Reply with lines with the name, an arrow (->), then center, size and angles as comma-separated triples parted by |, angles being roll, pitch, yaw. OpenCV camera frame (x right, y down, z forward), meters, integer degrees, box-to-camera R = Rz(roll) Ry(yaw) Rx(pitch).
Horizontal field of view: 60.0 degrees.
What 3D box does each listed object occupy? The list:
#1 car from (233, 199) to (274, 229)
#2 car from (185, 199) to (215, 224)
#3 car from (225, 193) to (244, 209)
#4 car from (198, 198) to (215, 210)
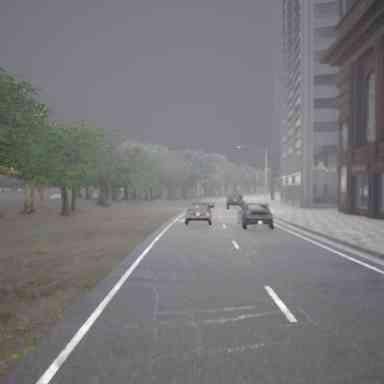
car -> 3.954, 1.451, 21.241 | 1.837, 1.490, 4.892 | 0, 1, 2
car -> 0.537, 1.485, 23.977 | 2.033, 1.411, 5.357 | 0, 0, 3
car -> 5.648, 1.095, 44.048 | 2.150, 2.045, 5.566 | 0, 1, 6
car -> 1.957, 1.479, 42.261 | 1.895, 1.301, 4.718 | 0, 0, 6
